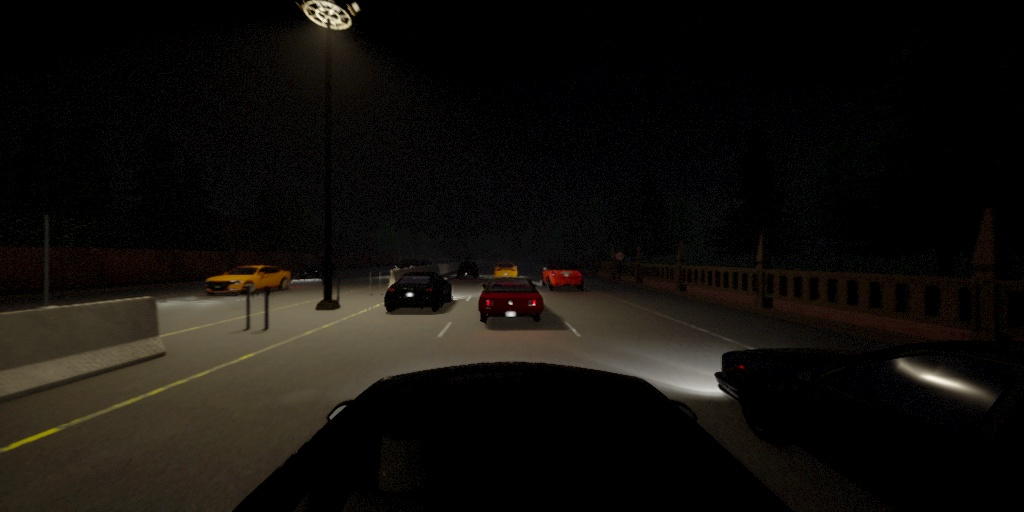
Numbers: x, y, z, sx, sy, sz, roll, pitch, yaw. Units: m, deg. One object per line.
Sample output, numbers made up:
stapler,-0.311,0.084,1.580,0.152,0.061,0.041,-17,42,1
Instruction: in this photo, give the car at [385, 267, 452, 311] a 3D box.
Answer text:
car,-3.650,1.337,14.623,1.994,1.385,4.181,0,0,-2

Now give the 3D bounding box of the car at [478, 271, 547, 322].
car,-0.091,1.369,12.443,1.895,1.301,4.718,0,0,-2

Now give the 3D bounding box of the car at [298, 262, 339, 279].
car,-18.324,1.315,34.175,1.837,1.490,4.892,0,0,-1

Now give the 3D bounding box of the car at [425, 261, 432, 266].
car,-15.384,1.458,62.954,1.895,1.301,4.718,0,0,-1

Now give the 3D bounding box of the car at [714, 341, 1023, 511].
car,3.589,1.298,2.237,2.033,1.411,5.357,0,0,0

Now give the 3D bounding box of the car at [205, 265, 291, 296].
car,-14.490,1.262,20.023,1.882,1.535,5.008,0,0,-2

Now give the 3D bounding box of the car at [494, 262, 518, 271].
car,-0.547,1.277,30.697,1.882,1.535,5.008,0,0,-1

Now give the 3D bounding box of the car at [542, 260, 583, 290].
car,3.132,1.137,23.061,2.097,1.767,4.553,0,0,-1

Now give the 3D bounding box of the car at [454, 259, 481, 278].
car,-4.128,1.312,34.267,1.837,1.490,4.892,0,0,-1

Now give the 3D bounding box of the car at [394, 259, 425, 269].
car,-11.434,1.168,39.397,2.097,1.767,4.553,0,0,-1
